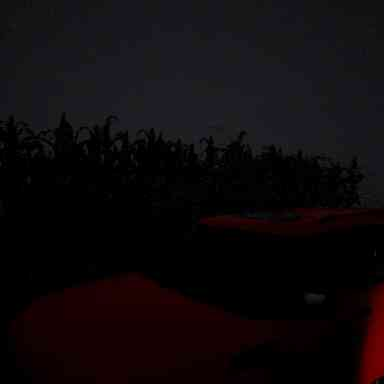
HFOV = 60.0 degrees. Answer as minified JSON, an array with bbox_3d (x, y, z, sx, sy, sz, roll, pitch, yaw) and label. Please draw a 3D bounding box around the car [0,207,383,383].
[{"bbox_3d":[0.930,1.234,3.735,5.566,2.045,2.150,0,0,-35],"label":"car"}]
